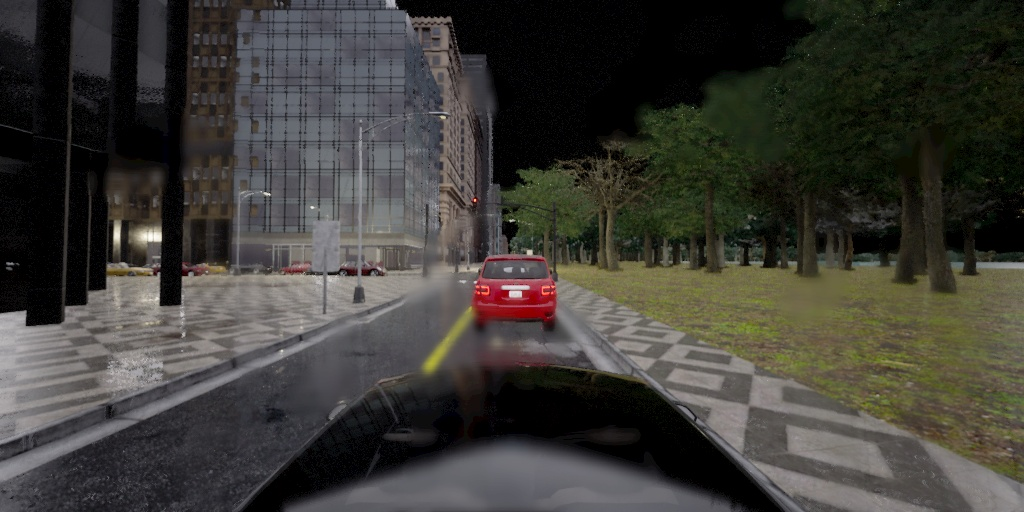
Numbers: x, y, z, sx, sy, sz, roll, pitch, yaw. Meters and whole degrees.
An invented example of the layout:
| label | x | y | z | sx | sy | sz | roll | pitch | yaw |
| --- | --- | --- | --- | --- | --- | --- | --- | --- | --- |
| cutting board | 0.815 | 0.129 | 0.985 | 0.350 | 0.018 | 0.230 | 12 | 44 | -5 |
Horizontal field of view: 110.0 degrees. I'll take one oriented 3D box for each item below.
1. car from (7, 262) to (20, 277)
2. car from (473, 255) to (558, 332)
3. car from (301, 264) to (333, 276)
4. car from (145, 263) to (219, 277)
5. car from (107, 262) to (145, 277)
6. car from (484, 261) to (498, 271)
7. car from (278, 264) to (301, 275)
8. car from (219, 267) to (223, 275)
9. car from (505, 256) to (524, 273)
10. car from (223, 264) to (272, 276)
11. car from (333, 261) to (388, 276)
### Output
| label | x | y | z | sx | sy | sz | roll | pitch | yaw |
| --- | --- | --- | --- | --- | --- | --- | --- | --- | --- |
| car | -46.403 | 1.186 | 32.630 | 4.097 | 1.591 | 1.967 | 0 | 0 | 0 |
| car | 0.100 | 0.988 | 11.046 | 2.150 | 2.045 | 5.566 | 0 | 0 | 0 |
| car | -17.238 | 1.352 | 35.320 | 5.357 | 1.411 | 2.033 | 0 | -2 | 0 |
| car | -29.939 | 1.283 | 32.635 | 4.507 | 1.381 | 1.888 | 0 | 0 | 0 |
| car | -35.257 | 1.266 | 32.633 | 4.829 | 1.417 | 1.751 | 0 | 0 | 0 |
| car | -3.057 | 1.459 | 53.081 | 2.033 | 1.411 | 5.357 | 0 | 0 | -3 |
| car | -24.450 | 1.554 | 41.159 | 4.207 | 1.307 | 1.802 | 0 | 0 | 0 |
| car | -35.594 | 1.503 | 41.155 | 4.829 | 1.417 | 1.751 | 0 | 0 | 0 |
| car | 0.398 | 1.096 | 46.501 | 2.150 | 2.045 | 5.566 | 1 | 0 | 2 |
| car | -29.937 | 1.541 | 41.157 | 4.313 | 1.339 | 1.948 | 0 | 0 | 0 |
| car | -13.508 | 1.168 | 32.640 | 4.097 | 1.591 | 1.967 | 0 | 0 | -1 |
